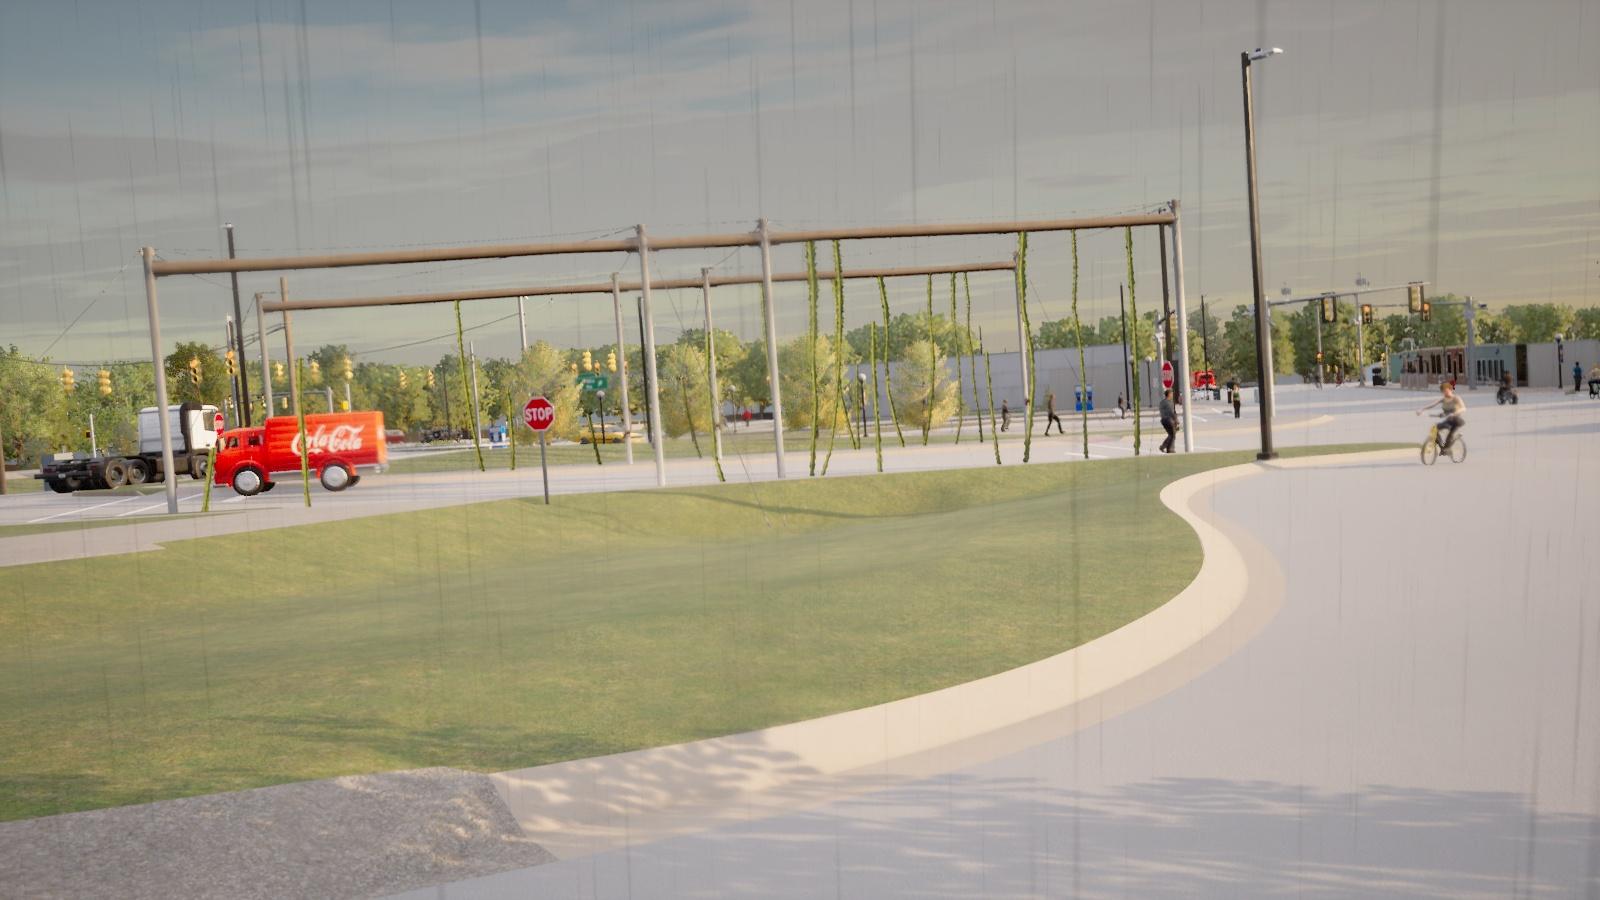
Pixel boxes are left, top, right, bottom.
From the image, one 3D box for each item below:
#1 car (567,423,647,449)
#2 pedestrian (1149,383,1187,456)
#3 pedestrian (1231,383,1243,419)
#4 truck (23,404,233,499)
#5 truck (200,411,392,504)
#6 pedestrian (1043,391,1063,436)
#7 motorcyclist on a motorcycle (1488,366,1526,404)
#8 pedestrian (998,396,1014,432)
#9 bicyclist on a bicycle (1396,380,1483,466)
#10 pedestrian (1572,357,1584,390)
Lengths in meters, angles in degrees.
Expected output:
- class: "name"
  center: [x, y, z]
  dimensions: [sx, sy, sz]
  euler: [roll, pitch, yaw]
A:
- class: "car"
  center: [-12.831, -0.957, 83.421]
  dimensions: [5.366, 1.575, 1.801]
  euler: [1, 6, 34]
- class: "pedestrian"
  center: [10.148, -0.858, 34.671]
  dimensions: [0.788, 1.949, 0.423]
  euler: [-5, 3, -5]
- class: "pedestrian"
  center: [22.424, -2.511, 64.504]
  dimensions: [0.345, 1.836, 0.594]
  euler: [-4, 3, 6]
- class: "truck"
  center: [-27.516, -0.058, 51.974]
  dimensions: [2.891, 3.462, 7.936]
  euler: [-4, 1, 13]
- class: "truck"
  center: [-16.272, 0.184, 40.895]
  dimensions: [5.204, 2.467, 2.627]
  euler: [-5, 3, -11]
- class: "pedestrian"
  center: [10.529, -1.522, 52.224]
  dimensions: [0.634, 1.846, 0.331]
  euler: [-5, 3, -11]
- class: "motorcyclist on a motorcycle"
  center: [32.429, -2.973, 57.626]
  dimensions: [0.766, 1.649, 2.350]
  euler: [-4, 1, 13]
- class: "pedestrian"
  center: [11.062, -1.920, 67.476]
  dimensions: [0.720, 1.854, 0.376]
  euler: [-4, 3, 13]
- class: "bicyclist on a bicycle"
  center: [12.546, -0.554, 24.640]
  dimensions: [1.509, 1.612, 0.866]
  euler: [-3, 3, -32]
- class: "pedestrian"
  center: [45.663, -4.489, 73.727]
  dimensions: [0.396, 1.930, 0.692]
  euler: [-3, 3, 21]
